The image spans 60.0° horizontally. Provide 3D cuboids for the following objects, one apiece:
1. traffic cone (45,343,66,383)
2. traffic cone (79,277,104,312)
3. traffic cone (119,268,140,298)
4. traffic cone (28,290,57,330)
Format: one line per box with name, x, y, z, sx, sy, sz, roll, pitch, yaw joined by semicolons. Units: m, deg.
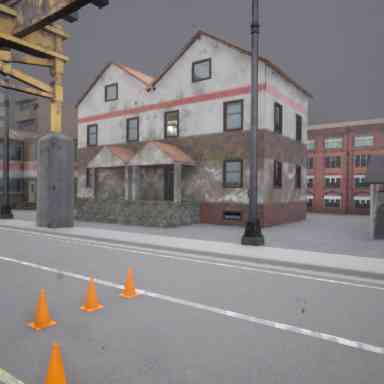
traffic cone;-1.492;1.952;3.636;0.340;0.580;0.340;0;0;36
traffic cone;-1.943;1.949;6.428;0.340;0.580;0.340;0;0;36
traffic cone;-1.358;1.949;7.239;0.340;0.580;0.340;0;0;36
traffic cone;-2.528;1.949;5.617;0.340;0.580;0.340;0;0;36
